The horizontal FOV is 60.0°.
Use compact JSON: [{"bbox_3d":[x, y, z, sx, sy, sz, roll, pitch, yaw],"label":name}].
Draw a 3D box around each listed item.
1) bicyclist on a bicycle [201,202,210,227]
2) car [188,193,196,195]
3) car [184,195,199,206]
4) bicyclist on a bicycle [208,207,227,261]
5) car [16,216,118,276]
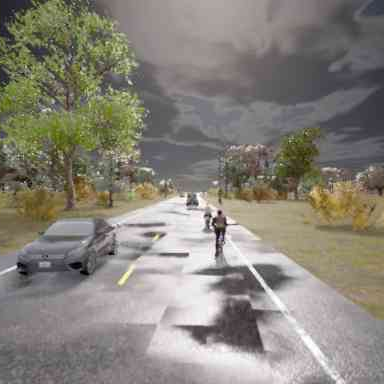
[{"bbox_3d":[0.973,1.417,20.540,0.866,1.612,1.509,0,0,0],"label":"bicyclist on a bicycle"},{"bbox_3d":[-0.025,1.128,73.594,2.150,2.045,5.566,0,0,0],"label":"car"},{"bbox_3d":[0.081,1.538,53.754,1.895,1.301,4.718,0,0,0],"label":"car"},{"bbox_3d":[0.958,1.443,11.369,0.582,1.620,1.656,0,0,0],"label":"bicyclist on a bicycle"},{"bbox_3d":[-3.604,1.517,10.467,1.812,1.442,4.674,0,0,0],"label":"car"}]
